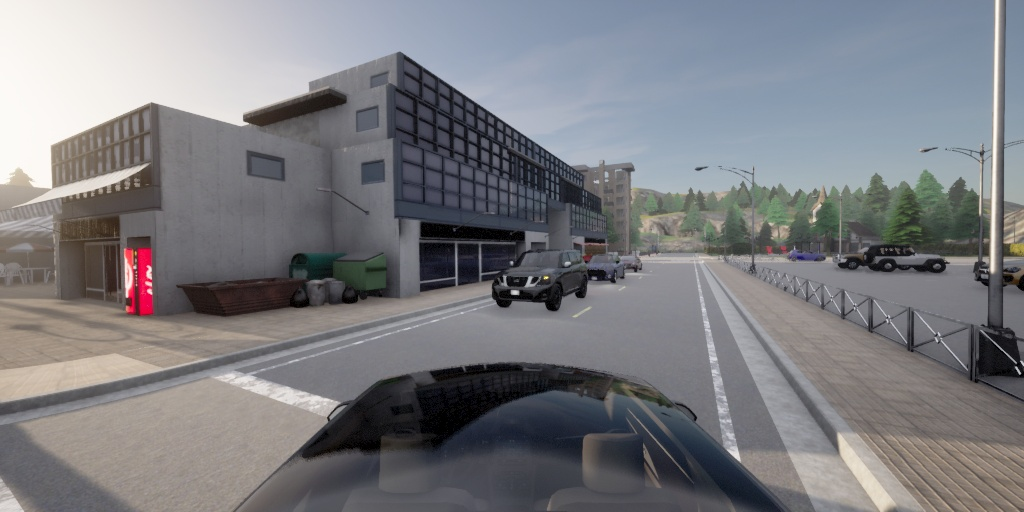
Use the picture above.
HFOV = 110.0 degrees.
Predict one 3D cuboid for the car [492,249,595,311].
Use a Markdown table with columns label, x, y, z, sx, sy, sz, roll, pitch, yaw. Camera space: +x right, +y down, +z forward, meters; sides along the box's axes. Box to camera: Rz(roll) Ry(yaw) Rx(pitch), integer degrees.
| label | x | y | z | sx | sy | sz | roll | pitch | yaw |
| --- | --- | --- | --- | --- | --- | --- | --- | --- | --- |
| car | 1.330 | 0.747 | 13.804 | 2.150 | 2.045 | 5.566 | 0 | 1 | 27 |

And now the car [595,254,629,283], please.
| label | x | y | z | sx | sy | sz | roll | pitch | yaw |
| --- | --- | --- | --- | --- | --- | --- | --- | --- | --- |
| car | 5.744 | 0.659 | 22.595 | 2.097 | 1.767 | 4.553 | 0 | 1 | 27 |

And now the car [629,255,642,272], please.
| label | x | y | z | sx | sy | sz | roll | pitch | yaw |
| --- | --- | --- | --- | --- | --- | --- | --- | --- | --- |
| car | 10.340 | 0.606 | 31.737 | 1.812 | 1.442 | 4.674 | 0 | 1 | 27 |
